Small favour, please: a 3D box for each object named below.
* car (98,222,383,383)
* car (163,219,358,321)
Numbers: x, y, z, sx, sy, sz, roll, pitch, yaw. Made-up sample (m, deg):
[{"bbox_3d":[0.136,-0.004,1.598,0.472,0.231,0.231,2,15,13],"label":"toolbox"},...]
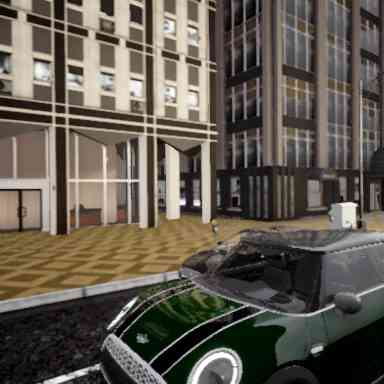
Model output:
[{"bbox_3d":[1.228,1.330,4.131,4.553,1.767,2.097,0,0,-35],"label":"car"},{"bbox_3d":[1.740,1.511,7.803,4.403,1.369,2.008,0,0,-35],"label":"car"}]
